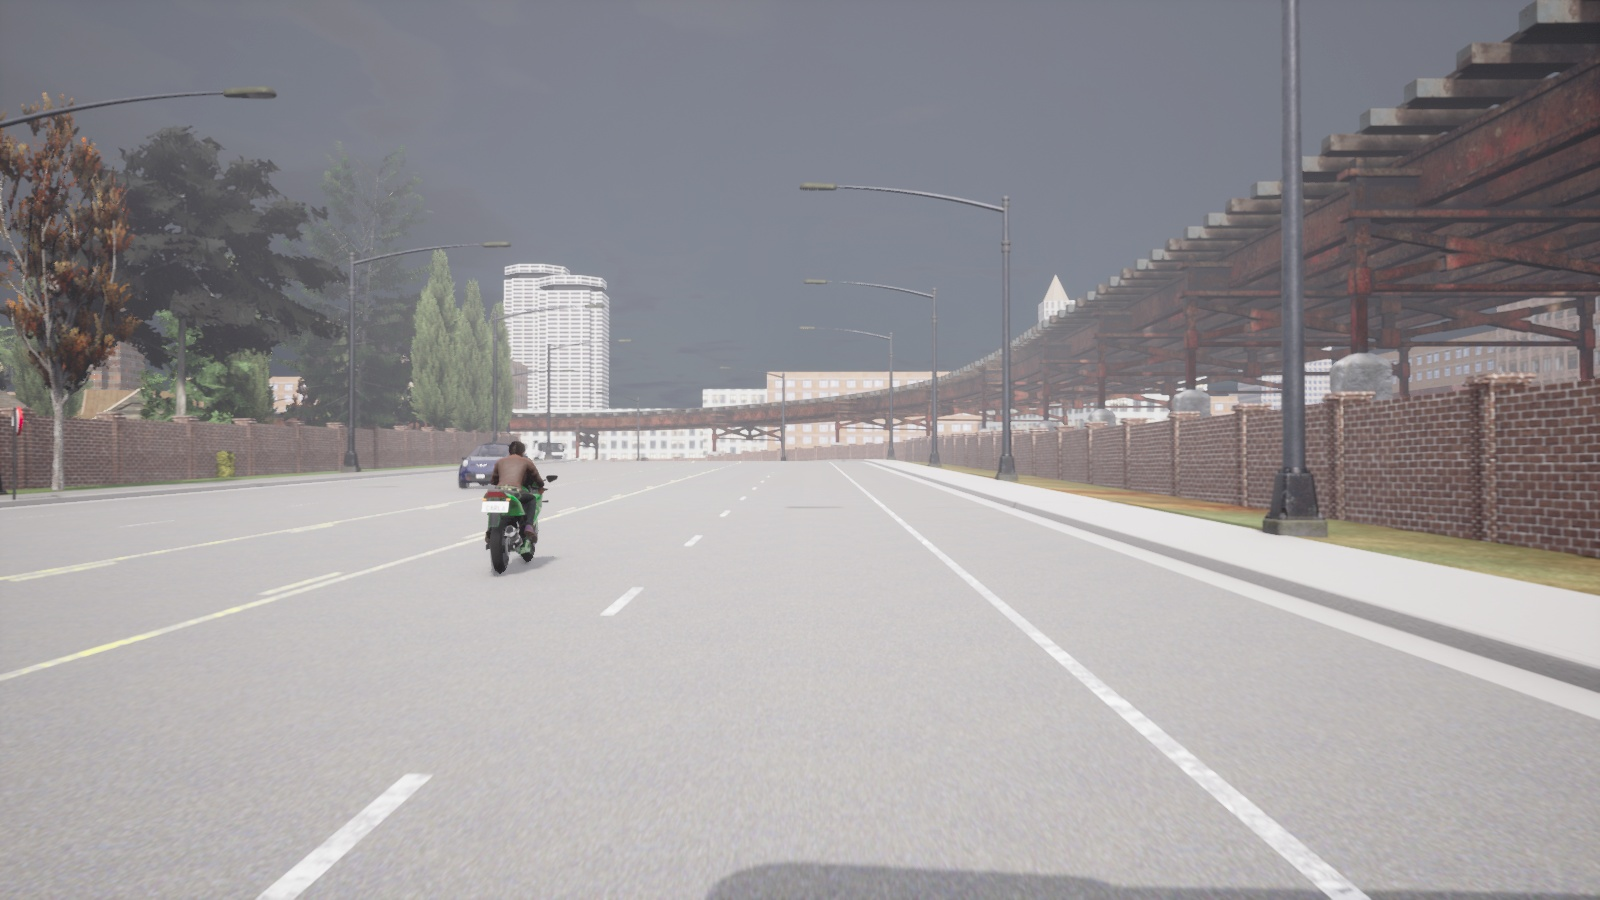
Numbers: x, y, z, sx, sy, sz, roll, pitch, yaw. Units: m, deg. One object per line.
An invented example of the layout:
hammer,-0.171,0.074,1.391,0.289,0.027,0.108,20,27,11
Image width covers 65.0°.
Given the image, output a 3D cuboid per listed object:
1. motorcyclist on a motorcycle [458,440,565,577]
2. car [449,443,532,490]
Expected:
motorcyclist on a motorcycle,-3.397,0.645,14.977,0.797,1.523,2.044,0,0,0
car,-10.239,0.525,41.801,1.845,1.501,3.633,0,0,0
